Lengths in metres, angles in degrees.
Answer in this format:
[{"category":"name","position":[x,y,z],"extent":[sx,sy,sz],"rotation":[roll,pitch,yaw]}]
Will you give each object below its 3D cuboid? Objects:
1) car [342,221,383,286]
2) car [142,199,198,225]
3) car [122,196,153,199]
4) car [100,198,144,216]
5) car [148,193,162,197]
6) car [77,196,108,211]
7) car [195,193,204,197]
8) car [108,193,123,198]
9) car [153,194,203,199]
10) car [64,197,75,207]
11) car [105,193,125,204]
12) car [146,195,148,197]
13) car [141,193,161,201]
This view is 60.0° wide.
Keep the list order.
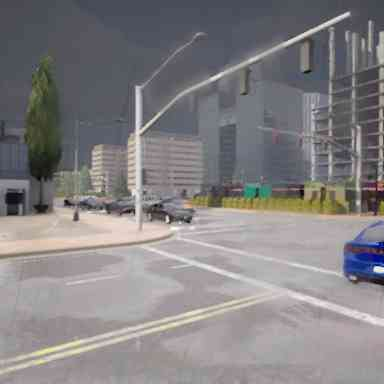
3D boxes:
[{"category":"car","position":[5.647,1.490,8.834],"extent":[1.882,1.535,5.008],"rotation":[0,0,43]},{"category":"car","position":[-1.746,1.524,24.928],"extent":[1.837,1.490,4.892],"rotation":[0,0,-33]},{"category":"car","position":[-6.102,1.552,38.221],"extent":[1.812,1.442,4.674],"rotation":[0,0,-33]},{"category":"car","position":[-7.005,1.569,33.125],"extent":[2.033,1.411,5.357],"rotation":[0,0,-33]},{"category":"car","position":[-8.884,1.217,82.180],"extent":[3.866,1.878,1.905],"rotation":[0,0,-34]},{"category":"car","position":[-12.580,1.528,41.844],"extent":[1.837,1.490,4.892],"rotation":[0,0,-33]},{"category":"car","position":[2.158,1.214,65.958],"extent":[3.866,1.878,1.905],"rotation":[0,0,-34]},{"category":"car","position":[-11.494,1.382,46.650],"extent":[2.097,1.767,4.553],"rotation":[0,0,-33]},{"category":"car","position":[-1.373,1.377,30.837],"extent":[2.097,1.767,4.553],"rotation":[0,0,-33]},{"category":"car","position":[-18.186,1.516,50.662],"extent":[2.128,1.511,4.902],"rotation":[0,0,-32]},{"category":"car","position":[-15.289,1.262,65.723],"extent":[2.150,2.045,5.566],"rotation":[0,0,-33]},{"category":"car","position":[-9.907,1.391,57.490],"extent":[2.097,1.767,4.553],"rotation":[0,0,-33]},{"category":"car","position":[-10.463,1.214,84.607],"extent":[4.605,1.855,1.932],"rotation":[0,0,-34]}]
